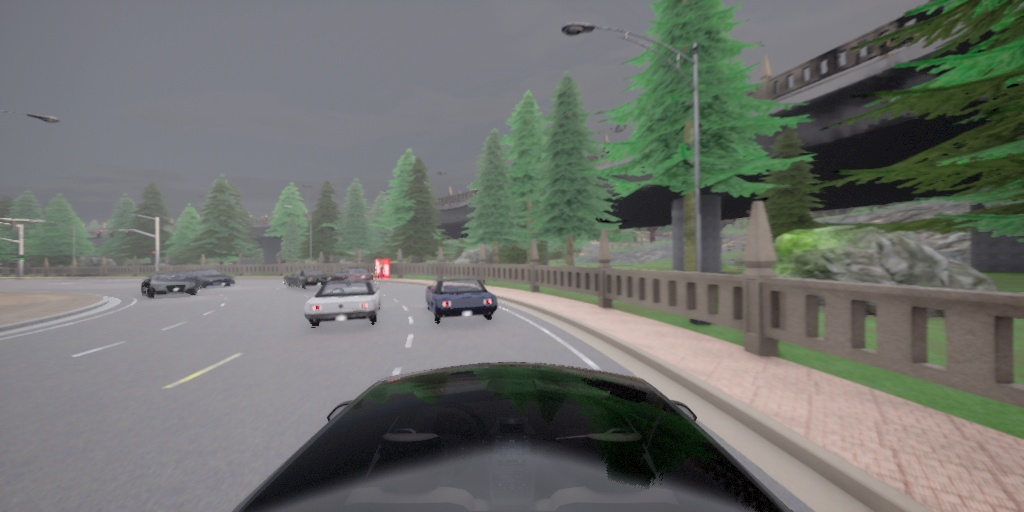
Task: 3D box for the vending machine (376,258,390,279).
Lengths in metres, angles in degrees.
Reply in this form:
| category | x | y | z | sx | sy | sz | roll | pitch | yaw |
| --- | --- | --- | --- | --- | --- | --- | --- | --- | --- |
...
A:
| category | x | y | z | sx | sy | sz | roll | pitch | yaw |
| --- | --- | --- | --- | --- | --- | --- | --- | --- | --- |
| vending machine | -11.983 | 1.223 | 33.401 | 0.880 | 2.100 | 1.100 | 0 | 0 | 37 |

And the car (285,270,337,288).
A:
| category | x | y | z | sx | sy | sz | roll | pitch | yaw |
| --- | --- | --- | --- | --- | --- | --- | --- | --- | --- |
| car | -14.792 | 1.650 | 25.968 | 4.718 | 1.301 | 1.895 | -1 | 0 | 42 |

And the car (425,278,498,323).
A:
| category | x | y | z | sx | sy | sz | roll | pitch | yaw |
| --- | --- | --- | --- | --- | --- | --- | --- | --- | --- |
| car | -1.971 | 1.413 | 12.597 | 1.895 | 1.301 | 4.718 | -1 | 0 | -17 |

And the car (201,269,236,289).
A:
| category | x | y | z | sx | sy | sz | roll | pitch | yaw |
| --- | --- | --- | --- | --- | --- | --- | --- | --- | --- |
| car | -23.752 | 1.739 | 27.652 | 5.357 | 1.411 | 2.033 | -1 | 0 | 25 |

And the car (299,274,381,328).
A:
| category | x | y | z | sx | sy | sz | roll | pitch | yaw |
| --- | --- | --- | --- | --- | --- | --- | --- | --- | --- |
| car | -5.467 | 1.465 | 12.135 | 1.895 | 1.301 | 4.718 | -1 | 0 | -18 |

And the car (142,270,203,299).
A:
| category | x | y | z | sx | sy | sz | roll | pitch | yaw |
| --- | --- | --- | --- | --- | --- | --- | --- | --- | --- |
| car | -20.199 | 1.682 | 21.130 | 4.181 | 1.385 | 1.994 | -1 | 0 | 38 |

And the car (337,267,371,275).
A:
| category | x | y | z | sx | sy | sz | roll | pitch | yaw |
| --- | --- | --- | --- | --- | --- | --- | --- | --- | --- |
| car | -12.813 | 1.590 | 28.627 | 4.181 | 1.385 | 1.994 | -1 | 0 | 42 |
